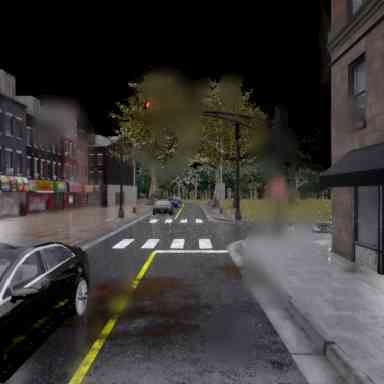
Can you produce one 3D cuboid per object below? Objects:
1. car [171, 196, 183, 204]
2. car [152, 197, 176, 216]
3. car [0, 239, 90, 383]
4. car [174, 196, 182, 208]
[{"bbox_3d":[-3.159,1.616,67.690,1.882,1.535,5.008,0,0,-10],"label":"car"},{"bbox_3d":[-2.914,1.515,33.798,1.882,1.535,5.008,0,0,-1],"label":"car"},{"bbox_3d":[-2.859,1.492,4.553,2.128,1.511,4.902,0,0,0],"label":"car"},{"bbox_3d":[-2.930,1.558,48.743,1.882,1.535,5.008,0,1,0],"label":"car"}]
